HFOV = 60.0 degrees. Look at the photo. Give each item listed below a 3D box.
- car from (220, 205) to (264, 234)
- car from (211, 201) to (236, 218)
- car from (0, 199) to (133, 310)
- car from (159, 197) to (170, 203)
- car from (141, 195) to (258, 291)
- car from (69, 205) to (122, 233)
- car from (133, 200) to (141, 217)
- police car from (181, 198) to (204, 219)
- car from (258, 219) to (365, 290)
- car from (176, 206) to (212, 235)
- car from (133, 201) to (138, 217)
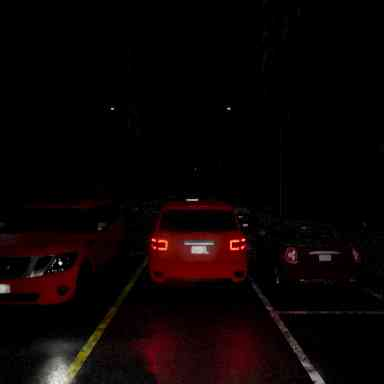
[{"bbox_3d":[2.876,1.552,20.090,2.008,1.369,4.403,0,0,0],"label":"car"},{"bbox_3d":[2.888,1.569,31.093,1.947,1.339,4.313,0,0,0],"label":"car"},{"bbox_3d":[-3.093,1.221,8.175,2.150,2.045,5.566,0,0,0],"label":"car"},{"bbox_3d":[-5.561,1.626,68.206,1.802,1.307,4.206,0,0,0],"label":"car"},{"bbox_3d":[0.114,1.221,9.174,2.150,2.045,5.566,0,0,0],"label":"car"},{"bbox_3d":[-5.649,1.567,20.100,1.947,1.339,4.313,0,0,0],"label":"car"},{"bbox_3d":[-5.637,1.444,31.103,1.967,1.590,4.097,0,0,0],"label":"car"},{"bbox_3d":[0.033,1.428,30.207,1.930,1.638,5.238,0,0,0],"label":"police car"},{"bbox_3d":[2.864,1.440,9.088,1.967,1.590,4.097,0,0,0],"label":"car"},{"bbox_3d":[0.121,1.602,19.944,1.895,1.301,4.718,0,0,0],"label":"car"},{"bbox_3d":[-5.644,1.584,25.601,1.802,1.307,4.206,0,0,0],"label":"car"}]
